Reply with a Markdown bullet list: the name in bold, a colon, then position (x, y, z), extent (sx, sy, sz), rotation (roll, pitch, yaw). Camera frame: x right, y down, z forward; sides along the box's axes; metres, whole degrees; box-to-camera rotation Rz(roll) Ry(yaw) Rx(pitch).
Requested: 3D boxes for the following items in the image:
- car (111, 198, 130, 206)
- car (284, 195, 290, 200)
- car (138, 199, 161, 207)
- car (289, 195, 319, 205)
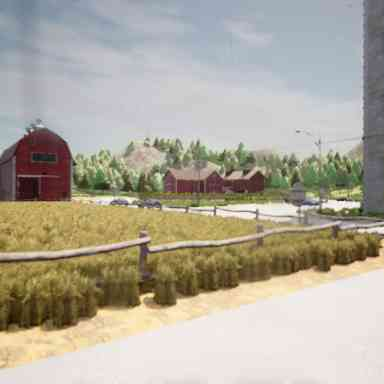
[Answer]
- **car**: position (-11.974, 1.690, 55.386), extent (1.994, 1.385, 4.181), rotation (0, 0, -36)
- **car**: position (24.000, 1.666, 78.652), extent (1.932, 1.855, 4.605), rotation (0, 0, -36)
- **car**: position (-5.951, 1.652, 47.133), extent (1.812, 1.442, 4.674), rotation (0, 0, -35)
- **car**: position (20.520, 1.761, 59.678), extent (2.242, 1.667, 4.611), rotation (0, 0, -36)
